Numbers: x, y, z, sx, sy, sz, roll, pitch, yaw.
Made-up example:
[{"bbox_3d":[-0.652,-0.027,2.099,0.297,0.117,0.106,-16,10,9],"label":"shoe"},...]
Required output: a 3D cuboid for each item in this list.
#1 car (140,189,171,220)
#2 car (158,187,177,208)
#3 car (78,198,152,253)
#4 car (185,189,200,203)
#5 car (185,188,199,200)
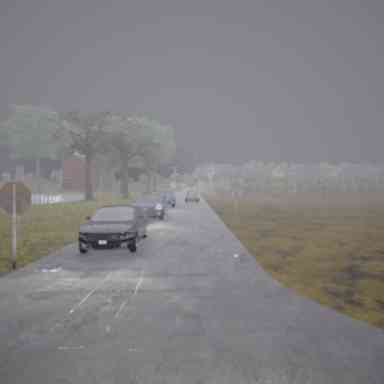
[{"bbox_3d":[-2.838,0.900,22.800,2.097,1.767,4.553,0,1,0],"label":"car"},{"bbox_3d":[-2.822,0.529,35.228,2.150,2.045,5.566,0,1,0],"label":"car"},{"bbox_3d":[-2.802,1.220,12.656,1.882,1.535,5.008,0,1,-2],"label":"car"},{"bbox_3d":[0.018,0.670,44.821,1.994,1.385,4.181,0,1,0],"label":"car"},{"bbox_3d":[0.022,0.258,54.825,2.097,1.767,4.553,0,1,0],"label":"car"}]
